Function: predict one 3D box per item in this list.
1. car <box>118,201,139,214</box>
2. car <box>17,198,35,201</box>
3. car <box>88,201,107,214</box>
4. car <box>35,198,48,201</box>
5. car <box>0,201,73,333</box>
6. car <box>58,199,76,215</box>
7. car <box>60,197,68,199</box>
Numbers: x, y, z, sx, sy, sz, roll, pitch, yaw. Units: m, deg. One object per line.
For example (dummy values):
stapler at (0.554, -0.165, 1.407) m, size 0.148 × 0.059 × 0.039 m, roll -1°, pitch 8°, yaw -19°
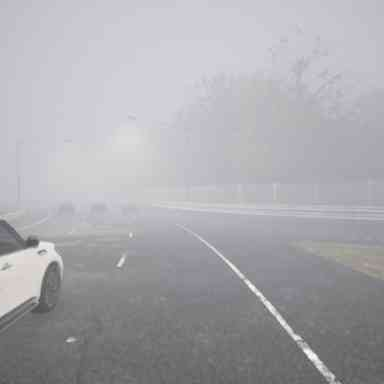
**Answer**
car at (-7.746, 1.839, 40.367) m, size 1.812 × 1.442 × 4.674 m, roll 0°, pitch 0°, yaw -21°
car at (-37.231, 2.033, 73.789) m, size 4.892 × 1.490 × 1.837 m, roll -1°, pitch -1°, yaw 43°
car at (-11.348, 1.812, 39.990) m, size 1.882 × 1.535 × 5.008 m, roll 0°, pitch 0°, yaw -21°
car at (-34.711, 2.058, 76.218) m, size 4.902 × 1.511 × 2.128 m, roll -1°, pitch -1°, yaw 43°
car at (-3.664, 1.275, 4.586) m, size 2.150 × 2.045 × 5.566 m, roll 0°, pitch 0°, yaw -2°
car at (-14.566, 1.850, 38.623) m, size 1.837 × 1.490 × 4.892 m, roll 0°, pitch -1°, yaw -21°
car at (-30.288, 1.998, 78.433) m, size 1.882 × 1.535 × 5.008 m, roll 0°, pitch 0°, yaw -31°
